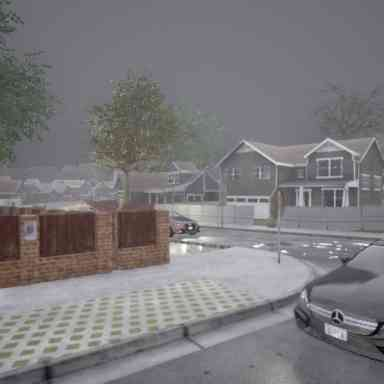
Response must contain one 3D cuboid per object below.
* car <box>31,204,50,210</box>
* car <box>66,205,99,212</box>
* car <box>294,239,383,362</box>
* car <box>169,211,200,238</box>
[{"bbox_3d":[-17.362,2.103,38.163,1.895,1.301,4.718,1,-1,-32],"label":"car"},{"bbox_3d":[-8.724,1.800,26.673,1.882,1.535,5.008,1,-1,-40],"label":"car"},{"bbox_3d":[3.738,1.538,5.624,4.674,1.442,1.812,0,0,-36],"label":"car"},{"bbox_3d":[-1.505,1.761,19.085,4.181,1.385,1.994,-1,-1,44],"label":"car"}]
